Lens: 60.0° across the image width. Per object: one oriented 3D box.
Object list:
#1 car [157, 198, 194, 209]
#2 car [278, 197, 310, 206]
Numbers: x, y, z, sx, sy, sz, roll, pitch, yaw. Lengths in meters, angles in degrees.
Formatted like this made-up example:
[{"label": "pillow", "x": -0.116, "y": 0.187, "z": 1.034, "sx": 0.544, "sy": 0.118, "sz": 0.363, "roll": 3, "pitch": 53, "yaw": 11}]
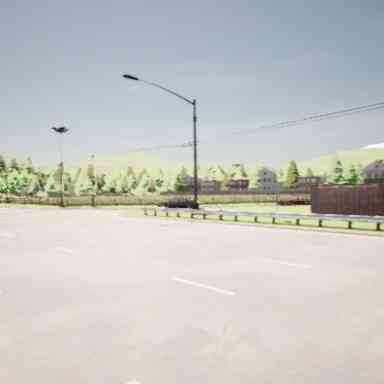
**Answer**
[{"label": "car", "x": -1.968, "y": 1.468, "z": 42.003, "sx": 5.008, "sy": 1.535, "sz": 1.882, "roll": -1, "pitch": 0, "yaw": -11}, {"label": "car", "x": 14.509, "y": 1.366, "z": 47.103, "sx": 4.718, "sy": 1.301, "sz": 1.895, "roll": -1, "pitch": 0, "yaw": -20}]
